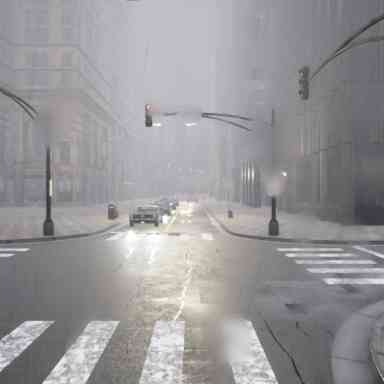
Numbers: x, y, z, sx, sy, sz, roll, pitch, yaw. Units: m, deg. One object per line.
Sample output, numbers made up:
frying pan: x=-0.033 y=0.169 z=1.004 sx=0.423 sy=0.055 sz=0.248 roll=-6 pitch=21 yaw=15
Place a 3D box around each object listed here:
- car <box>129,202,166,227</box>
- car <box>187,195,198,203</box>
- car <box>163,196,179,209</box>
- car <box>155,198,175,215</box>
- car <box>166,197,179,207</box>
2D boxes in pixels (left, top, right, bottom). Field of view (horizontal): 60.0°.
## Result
car: x=-3.105 y=1.601 z=23.160 sx=1.895 sy=1.301 sz=4.718 roll=0 pitch=0 yaw=0
car: x=0.084 y=1.366 z=69.632 sx=2.097 sy=1.767 sz=4.553 roll=0 pitch=0 yaw=0
car: x=-3.106 y=1.354 z=43.104 sx=2.097 sy=1.767 sz=4.553 roll=0 pitch=0 yaw=0
car: x=-3.101 y=1.564 z=33.102 sx=1.994 sy=1.385 sz=4.181 roll=0 pitch=0 yaw=0
car: x=-3.064 y=1.531 z=53.145 sx=1.812 sy=1.442 sz=4.674 roll=0 pitch=0 yaw=1
